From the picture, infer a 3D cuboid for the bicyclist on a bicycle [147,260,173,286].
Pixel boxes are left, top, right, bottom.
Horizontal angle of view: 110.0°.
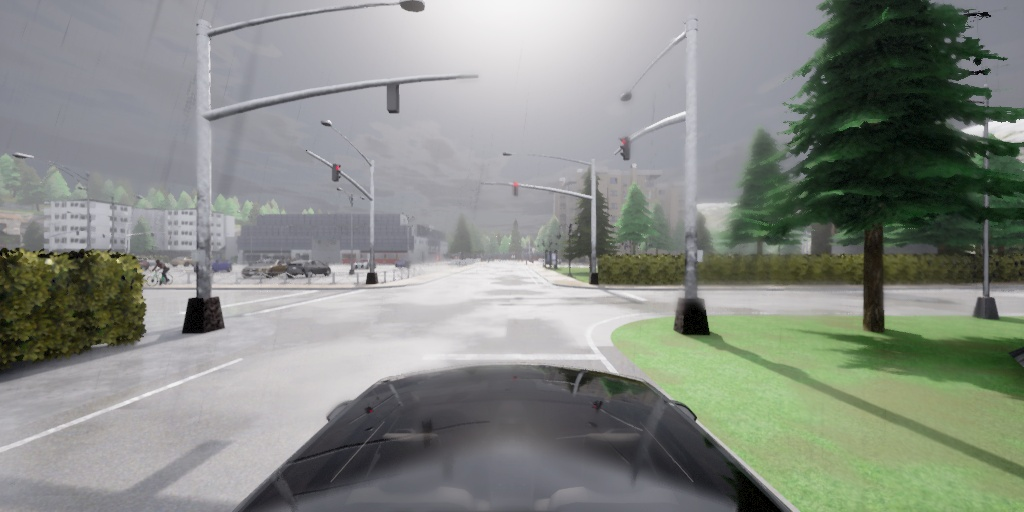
[{"bbox_3d":[-21.759,1.041,22.176,0.582,1.620,1.656,0,0,1],"label":"bicyclist on a bicycle"}]
